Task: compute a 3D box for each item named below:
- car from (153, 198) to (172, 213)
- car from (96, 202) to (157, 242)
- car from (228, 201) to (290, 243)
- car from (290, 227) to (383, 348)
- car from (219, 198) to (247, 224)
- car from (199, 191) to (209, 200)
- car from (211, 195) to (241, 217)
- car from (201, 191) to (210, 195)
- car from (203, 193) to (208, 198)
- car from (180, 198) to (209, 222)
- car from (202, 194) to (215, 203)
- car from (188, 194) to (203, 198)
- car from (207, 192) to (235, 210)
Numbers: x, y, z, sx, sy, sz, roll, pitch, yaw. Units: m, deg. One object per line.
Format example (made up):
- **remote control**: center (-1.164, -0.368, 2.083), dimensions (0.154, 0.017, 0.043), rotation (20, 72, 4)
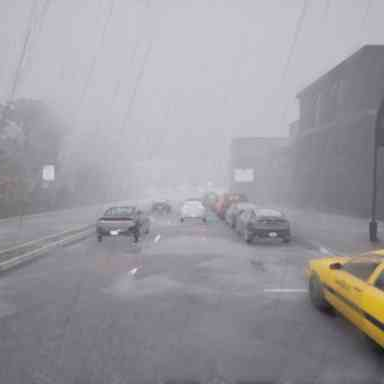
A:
- **car**: center (-3.177, 1.387, 35.352), dimensions (1.812, 1.442, 4.674), rotation (0, 0, 0)
- **car**: center (-3.155, 1.429, 15.914), dimensions (2.128, 1.511, 4.902), rotation (0, 0, 0)
- **car**: center (3.220, 1.419, 15.649), dimensions (2.231, 1.521, 4.892), rotation (0, 0, 0)
- **car**: center (3.227, 1.457, 4.791), dimensions (1.946, 1.575, 5.366), rotation (0, 0, 0)
- **car**: center (3.220, 1.397, 21.175), dimensions (2.231, 1.521, 4.892), rotation (0, 0, 0)
- **car**: center (3.186, 0.886, 87.507), dimensions (2.435, 2.045, 5.566), rotation (0, 0, 0)
- **car**: center (3.213, 1.349, 32.541), dimensions (1.946, 1.575, 5.366), rotation (0, 0, 0)
- **car**: center (3.200, 0.994, 59.883), dimensions (2.435, 2.045, 5.566), rotation (0, 0, 0)
- **car**: center (3.260, 1.283, 50.463), dimensions (2.231, 1.521, 4.892), rotation (0, 0, 1)
- **car**: center (0.091, 1.425, 25.513), dimensions (1.812, 1.442, 4.674), rotation (0, 0, 0)
- **car**: center (3.197, 1.225, 65.374), dimensions (2.231, 1.521, 4.892), rotation (0, 0, 0)
- **car**: center (0.084, 1.341, 41.930), dimensions (1.837, 1.490, 4.892), rotation (0, 0, 0)
- **car**: center (3.210, 1.206, 37.849), dimensions (2.185, 1.767, 4.553), rotation (0, 0, 0)
